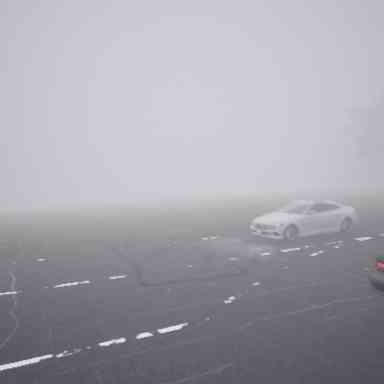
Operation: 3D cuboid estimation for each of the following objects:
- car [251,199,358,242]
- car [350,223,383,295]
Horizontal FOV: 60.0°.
[{"bbox_3d":[4.557,1.043,13.312,4.674,1.442,1.812,-4,2,-25],"label":"car"},{"bbox_3d":[5.747,1.222,6.190,5.357,1.411,2.033,-3,2,-25],"label":"car"}]
